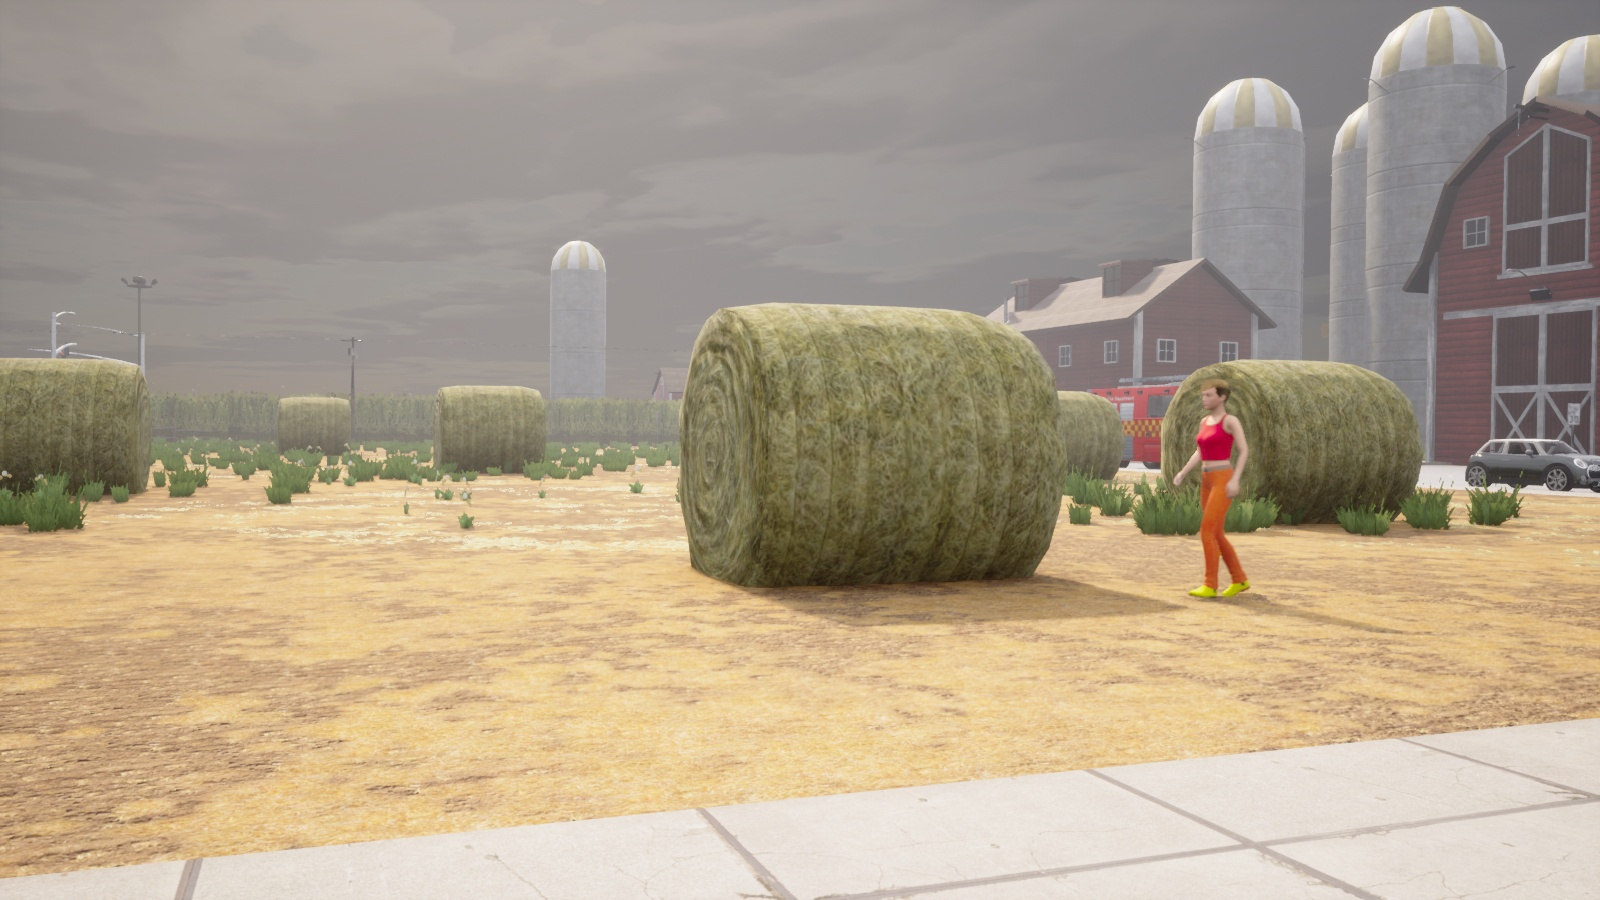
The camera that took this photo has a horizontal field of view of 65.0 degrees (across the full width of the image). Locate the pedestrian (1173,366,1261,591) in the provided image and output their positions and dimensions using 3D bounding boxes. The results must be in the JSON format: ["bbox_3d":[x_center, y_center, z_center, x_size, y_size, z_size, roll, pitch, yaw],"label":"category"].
[{"bbox_3d":[3.472,0.226,10.454,0.594,1.836,0.345,-1,1,-12],"label":"pedestrian"}]

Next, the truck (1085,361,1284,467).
[{"bbox_3d":[15.083,-1.386,50.129,2.891,3.827,8.468,-2,1,-22],"label":"truck"}]

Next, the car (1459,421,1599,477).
[{"bbox_3d":[20.982,-0.067,35.478,1.970,1.475,3.806,-1,1,-22],"label":"car"}]
